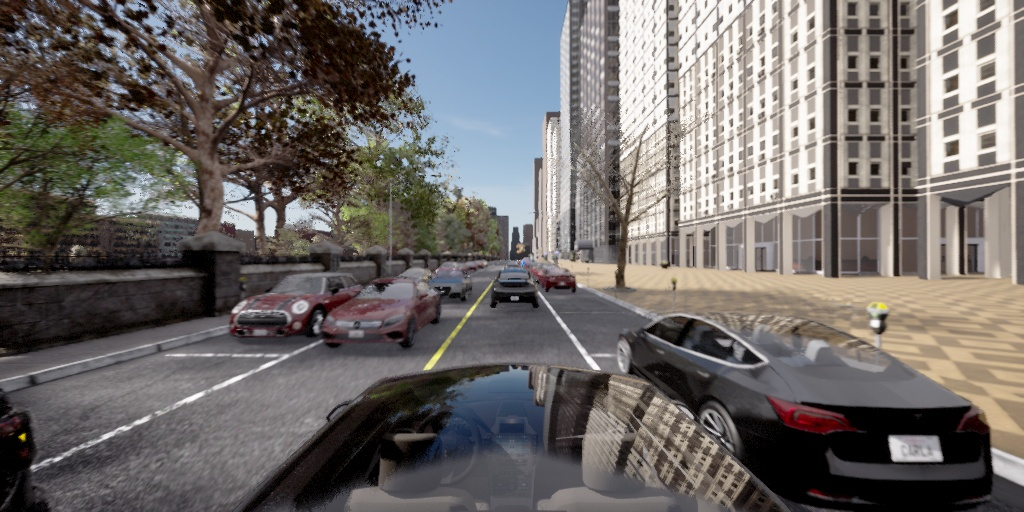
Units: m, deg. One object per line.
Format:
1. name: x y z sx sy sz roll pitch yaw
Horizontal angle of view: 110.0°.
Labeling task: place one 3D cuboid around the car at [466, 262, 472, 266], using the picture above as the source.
1. car: -5.698 1.396 38.259 1.888 1.381 4.507 0 0 0

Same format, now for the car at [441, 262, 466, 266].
1. car: -5.697 1.274 32.626 1.967 1.591 4.097 0 0 0

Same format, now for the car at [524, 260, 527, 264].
1. car: 2.682 1.401 38.260 2.007 1.370 4.403 0 0 0

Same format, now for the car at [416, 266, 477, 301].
1. car: -3.004 1.353 17.286 1.994 1.385 4.181 0 0 0

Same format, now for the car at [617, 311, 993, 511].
1. car: 2.688 1.322 4.467 1.948 1.339 4.313 0 0 0

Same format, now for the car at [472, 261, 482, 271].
1. car: -5.699 1.432 49.523 1.888 1.381 4.507 0 0 0

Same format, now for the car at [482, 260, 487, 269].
1. car: -5.701 1.471 60.787 1.888 1.381 4.507 0 0 0

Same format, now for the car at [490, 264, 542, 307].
1. car: 0.097 1.291 15.554 1.837 1.490 4.892 0 0 0

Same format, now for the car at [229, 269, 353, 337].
1. car: -5.693 1.210 10.098 1.967 1.591 4.097 0 0 0

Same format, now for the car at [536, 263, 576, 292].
1. car: 2.686 1.345 21.365 1.888 1.381 4.507 0 0 0

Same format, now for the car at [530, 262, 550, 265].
1. car: 2.685 1.256 26.996 1.967 1.591 4.097 0 0 0

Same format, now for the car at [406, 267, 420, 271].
1. car: -5.695 1.326 21.193 1.751 1.417 4.829 0 0 0

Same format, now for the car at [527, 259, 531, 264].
1. car: 2.684 1.273 32.628 1.967 1.591 4.097 0 0 0

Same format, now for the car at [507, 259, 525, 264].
1. car: 0.091 1.344 38.940 2.128 1.511 4.902 0 0 0

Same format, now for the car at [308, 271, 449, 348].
1. car: -3.075 1.295 9.443 1.812 1.442 4.674 0 0 0
